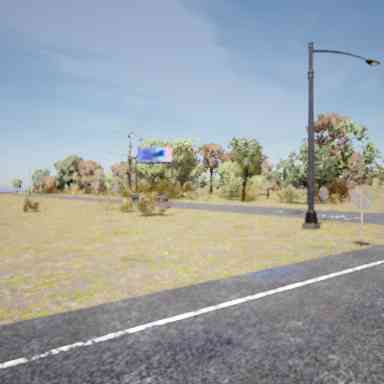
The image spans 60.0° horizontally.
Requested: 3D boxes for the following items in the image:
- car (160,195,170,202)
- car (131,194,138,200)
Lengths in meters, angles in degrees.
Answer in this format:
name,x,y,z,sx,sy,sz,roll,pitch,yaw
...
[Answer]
name,x,y,z,sx,sy,sz,roll,pitch,yaw
car,-5.862,1.192,58.443,1.895,1.301,4.718,-1,0,-33
car,-10.399,1.079,65.154,1.837,1.490,4.892,-1,0,-34
